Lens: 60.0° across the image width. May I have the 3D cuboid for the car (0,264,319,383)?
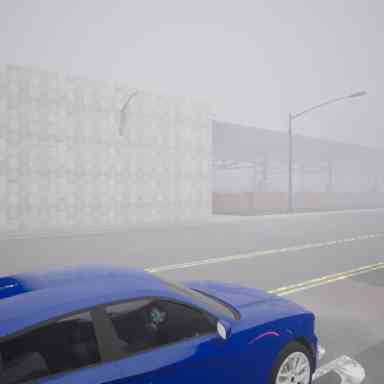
[{"bbox_3d":[-0.820,1.478,3.163,5.008,1.535,1.882,0,0,-36],"label":"car"}]
